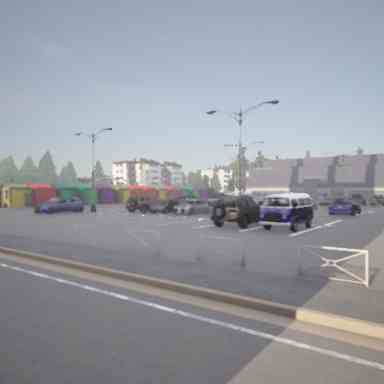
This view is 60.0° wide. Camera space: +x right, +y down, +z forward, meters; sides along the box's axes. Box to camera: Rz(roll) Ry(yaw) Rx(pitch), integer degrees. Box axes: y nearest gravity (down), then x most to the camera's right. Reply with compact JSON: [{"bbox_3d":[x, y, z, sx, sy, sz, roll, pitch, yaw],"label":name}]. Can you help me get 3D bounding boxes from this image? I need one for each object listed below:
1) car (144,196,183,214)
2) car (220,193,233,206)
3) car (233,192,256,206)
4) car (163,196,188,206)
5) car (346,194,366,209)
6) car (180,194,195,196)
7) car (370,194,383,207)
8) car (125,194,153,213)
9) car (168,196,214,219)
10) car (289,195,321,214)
[{"bbox_3d":[-2.390,1.379,32.417,1.784,1.438,3.905,0,0,36],"label":"car"},{"bbox_3d":[7.727,1.396,65.294,1.970,1.475,3.806,0,0,36],"label":"car"},{"bbox_3d":[10.063,1.164,63.583,1.905,1.878,3.866,0,0,36],"label":"car"},{"bbox_3d":[-2.528,1.358,51.155,1.784,1.438,3.905,0,0,36],"label":"car"},{"bbox_3d":[25.957,1.212,52.073,1.905,1.878,3.866,0,0,36],"label":"car"},{"bbox_3d":[-0.223,1.154,49.400,1.932,1.855,4.605,0,0,36],"label":"car"},{"bbox_3d":[28.266,1.216,50.327,1.932,1.855,4.605,0,0,36],"label":"car"},{"bbox_3d":[-4.590,1.162,33.953,1.932,1.855,4.605,0,0,36],"label":"car"},{"bbox_3d":[-0.049,1.418,30.714,1.970,1.475,3.806,0,0,36],"label":"car"},{"bbox_3d":[13.497,1.438,39.537,1.970,1.475,3.806,0,0,36],"label":"car"}]
